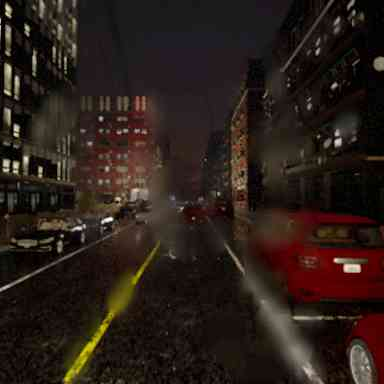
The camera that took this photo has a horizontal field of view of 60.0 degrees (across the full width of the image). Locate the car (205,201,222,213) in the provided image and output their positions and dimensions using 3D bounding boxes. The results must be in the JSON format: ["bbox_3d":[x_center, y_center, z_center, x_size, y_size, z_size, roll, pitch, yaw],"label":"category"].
[{"bbox_3d":[2.677,1.884,41.876,1.802,1.307,4.206,1,0,0],"label":"car"}]

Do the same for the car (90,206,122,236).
[{"bbox_3d":[-5.675,1.692,19.290,2.008,1.369,4.403,1,0,0],"label":"car"}]

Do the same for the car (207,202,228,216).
[{"bbox_3d":[2.676,1.828,36.219,1.947,1.339,4.313,1,0,0],"label":"car"}]

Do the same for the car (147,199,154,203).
[{"bbox_3d":[-5.669,1.743,41.915,1.967,1.590,4.097,1,0,0],"label":"car"}]

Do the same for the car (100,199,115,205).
[{"bbox_3d":[-18.695,2.266,75.917,4.313,1.339,1.947,0,-1,0],"label":"car"}]

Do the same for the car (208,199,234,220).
[{"bbox_3d":[2.677,1.537,30.564,2.192,1.841,5.009,1,0,0],"label":"car"}]

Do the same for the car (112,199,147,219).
[{"bbox_3d":[-5.671,1.663,30.603,1.967,1.590,4.097,1,0,0],"label":"car"}]

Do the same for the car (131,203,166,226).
[{"bbox_3d":[-3.095,1.784,25.230,1.895,1.301,4.718,0,0,0],"label":"car"}]

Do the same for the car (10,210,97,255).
[{"bbox_3d":[-5.676,1.651,13.633,2.008,1.369,4.403,1,0,0],"label":"car"}]

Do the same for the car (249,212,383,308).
[{"bbox_3d":[2.673,1.373,7.940,2.192,1.841,5.009,1,0,0],"label":"car"}]

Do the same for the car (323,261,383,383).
[{"bbox_3d":[2.668,1.599,2.282,1.802,1.307,4.206,1,0,0],"label":"car"}]

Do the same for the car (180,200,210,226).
[{"bbox_3d":[0.106,1.660,25.082,1.882,1.535,5.008,0,0,0],"label":"car"}]
